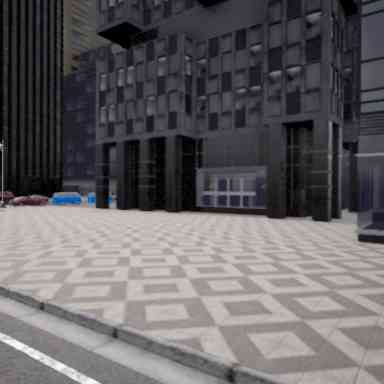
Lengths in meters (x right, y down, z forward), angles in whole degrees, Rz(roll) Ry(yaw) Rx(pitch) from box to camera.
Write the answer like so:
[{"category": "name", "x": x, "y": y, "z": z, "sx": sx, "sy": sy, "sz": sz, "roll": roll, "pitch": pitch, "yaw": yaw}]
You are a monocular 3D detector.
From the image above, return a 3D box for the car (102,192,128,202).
[{"category": "car", "x": -14.151, "y": 0.886, "z": 61.372, "sx": 2.097, "sy": 1.767, "sz": 4.553, "roll": 1, "pitch": 1, "yaw": 36}]

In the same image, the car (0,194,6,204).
[{"category": "car", "x": -24.001, "y": 1.218, "z": 37.377, "sx": 2.008, "sy": 1.369, "sz": 4.403, "roll": 1, "pitch": 1, "yaw": 35}]

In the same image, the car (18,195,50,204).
[{"category": "car", "x": -24.411, "y": 1.128, "z": 51.569, "sx": 1.802, "sy": 1.307, "sz": 4.206, "roll": 1, "pitch": 1, "yaw": 35}]

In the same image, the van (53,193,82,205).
[{"category": "van", "x": -17.446, "y": 0.972, "z": 46.649, "sx": 1.690, "sy": 1.788, "sz": 3.998, "roll": 1, "pitch": 1, "yaw": 35}]

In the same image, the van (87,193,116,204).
[{"category": "van", "x": -14.171, "y": 0.955, "z": 51.286, "sx": 1.690, "sy": 1.788, "sz": 3.998, "roll": 1, "pitch": 1, "yaw": 35}]

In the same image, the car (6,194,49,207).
[{"category": "car", "x": -20.724, "y": 1.230, "z": 42.014, "sx": 1.802, "sy": 1.307, "sz": 4.206, "roll": 1, "pitch": 1, "yaw": 35}]

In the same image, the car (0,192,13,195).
[{"category": "car", "x": -27.686, "y": 0.879, "z": 46.929, "sx": 2.192, "sy": 1.841, "sz": 5.009, "roll": 1, "pitch": 1, "yaw": 35}]
